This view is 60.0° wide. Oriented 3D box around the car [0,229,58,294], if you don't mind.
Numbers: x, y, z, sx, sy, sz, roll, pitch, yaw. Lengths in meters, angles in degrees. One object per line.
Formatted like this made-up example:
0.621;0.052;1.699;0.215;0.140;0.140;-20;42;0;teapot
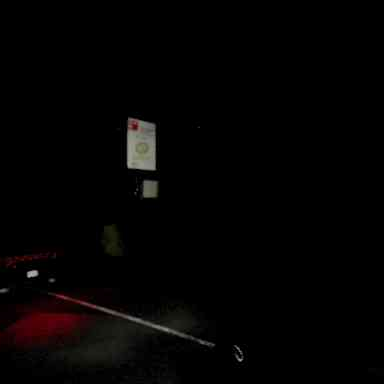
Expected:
-5.737;1.735;8.963;5.008;1.535;1.882;0;-2;33;car

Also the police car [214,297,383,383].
2.516;1.605;2.741;5.238;1.638;1.930;-1;-3;42;police car
